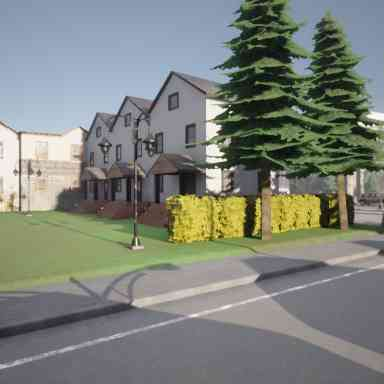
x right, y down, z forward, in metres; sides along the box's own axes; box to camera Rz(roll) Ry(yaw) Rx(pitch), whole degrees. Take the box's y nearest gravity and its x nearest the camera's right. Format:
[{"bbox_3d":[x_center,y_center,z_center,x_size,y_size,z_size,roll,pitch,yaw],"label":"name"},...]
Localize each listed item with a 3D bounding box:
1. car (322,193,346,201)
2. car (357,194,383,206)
[{"bbox_3d":[31.817,1.097,74.527,1.932,1.855,4.605,0,0,-36],"label":"car"},{"bbox_3d":[26.957,1.097,49.072,1.932,1.855,4.605,0,0,-36],"label":"car"}]
